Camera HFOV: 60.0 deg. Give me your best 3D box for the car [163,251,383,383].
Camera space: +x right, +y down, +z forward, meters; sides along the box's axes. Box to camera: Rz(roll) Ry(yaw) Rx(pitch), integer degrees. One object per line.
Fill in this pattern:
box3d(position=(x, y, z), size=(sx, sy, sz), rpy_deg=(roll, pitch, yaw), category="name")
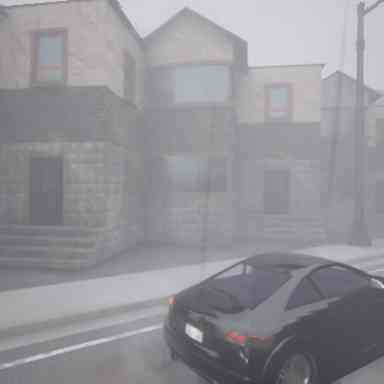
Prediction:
box3d(position=(1.683, 1.616, 4.962), size=(4.181, 1.385, 1.994), rpy_deg=(1, -1, -34), category="car")
